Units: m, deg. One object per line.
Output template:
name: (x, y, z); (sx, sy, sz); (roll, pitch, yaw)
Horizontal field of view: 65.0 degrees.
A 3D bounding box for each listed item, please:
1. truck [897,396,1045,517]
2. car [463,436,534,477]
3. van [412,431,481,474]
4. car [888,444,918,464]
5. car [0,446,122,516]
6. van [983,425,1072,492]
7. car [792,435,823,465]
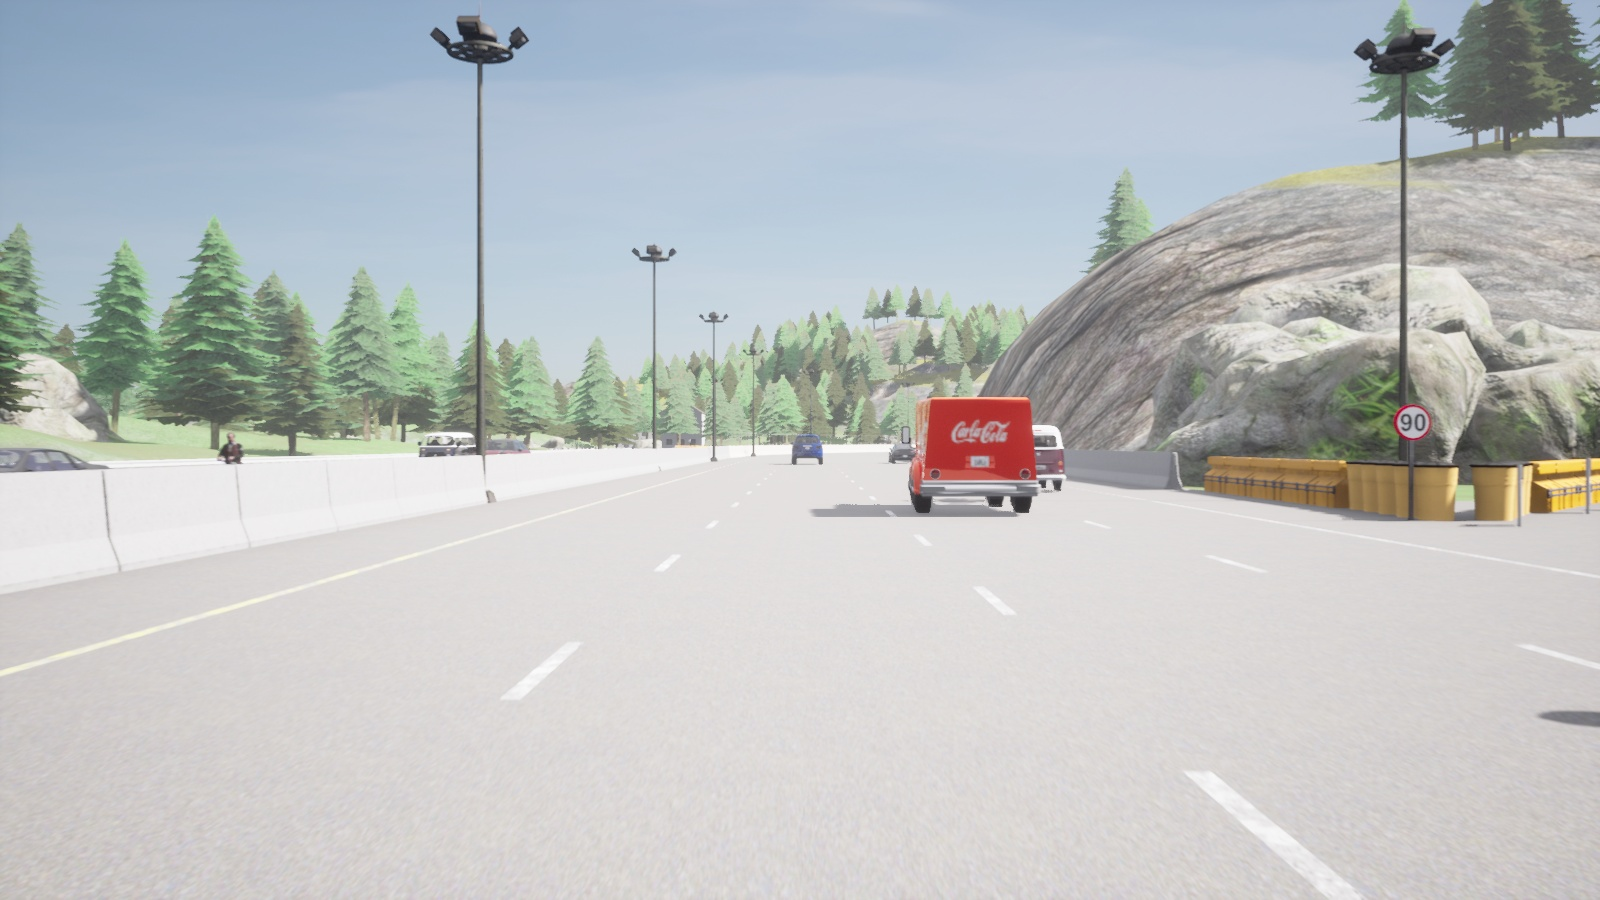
truck: (3.676, 0.108, 28.109); (2.627, 2.467, 5.204); (0, 1, 0)
car: (-13.660, 0.272, 57.144); (2.097, 1.767, 4.553); (0, 0, 0)
van: (-17.137, 0.112, 61.091); (2.069, 2.038, 4.480); (0, 0, 0)
car: (7.541, 0.257, 92.395); (1.812, 1.442, 4.674); (0, 0, 0)
car: (-17.329, 0.625, 27.489); (2.033, 1.411, 5.357); (0, 0, 0)
van: (7.245, 0.250, 40.380); (2.069, 2.038, 4.480); (0, 1, 0)
car: (0.524, -0.038, 89.361); (2.150, 2.045, 5.566); (0, 0, 0)
